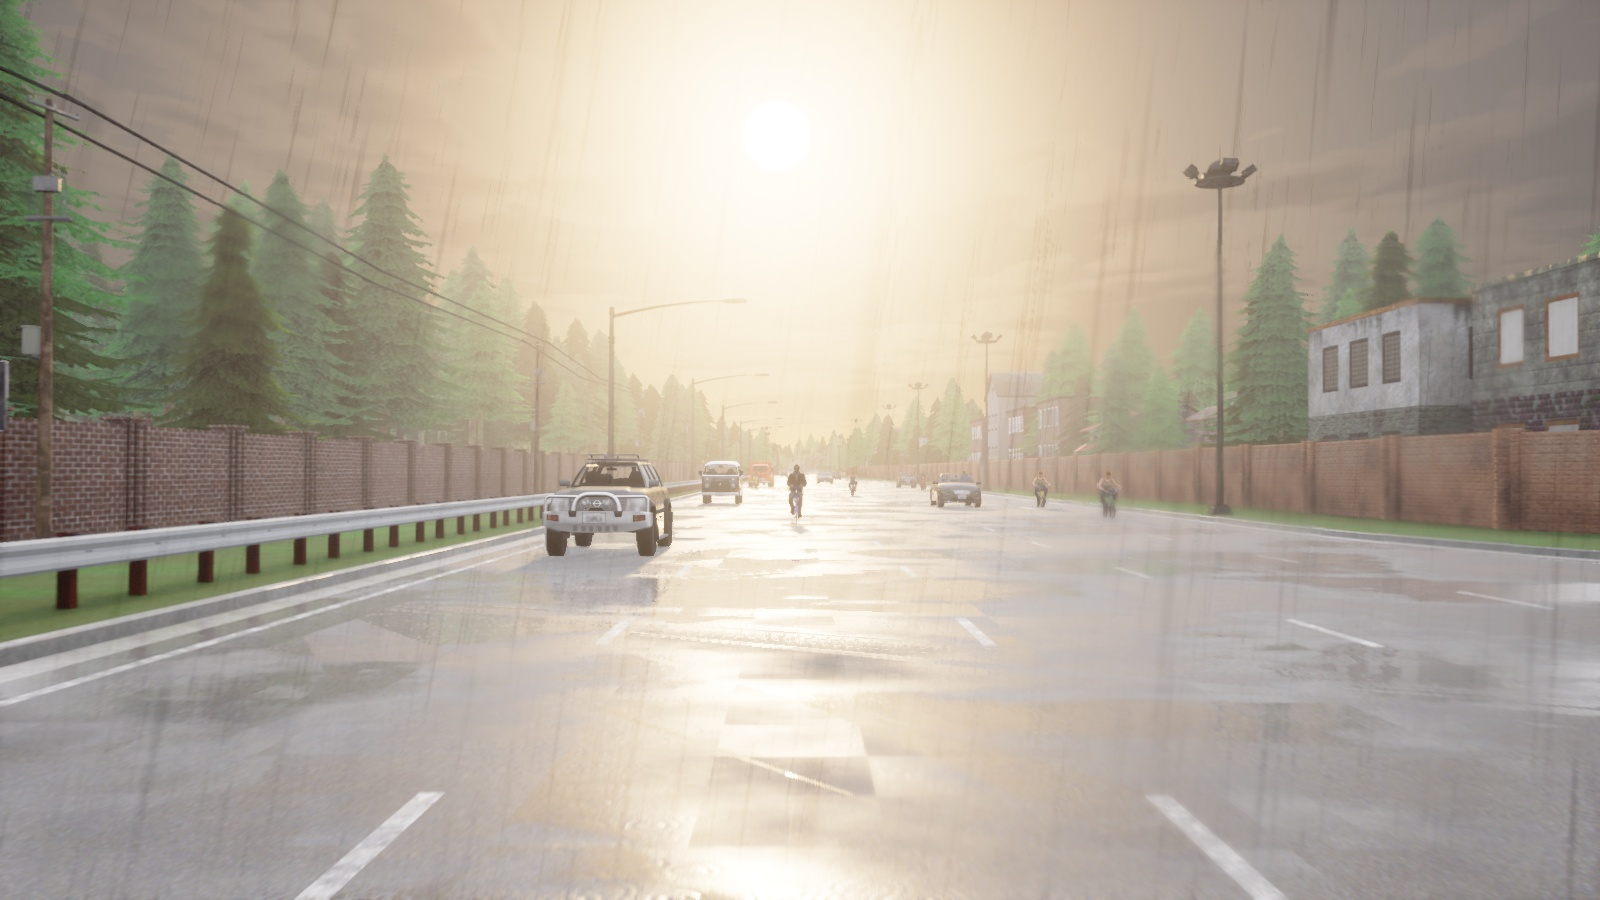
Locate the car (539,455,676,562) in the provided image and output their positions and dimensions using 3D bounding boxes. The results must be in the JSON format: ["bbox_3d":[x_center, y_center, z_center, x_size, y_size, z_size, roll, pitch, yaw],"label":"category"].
[{"bbox_3d":[-3.560,1.048,24.075,1.932,1.855,4.605,0,-1,0],"label":"car"}]

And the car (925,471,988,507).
[{"bbox_3d":[6.863,1.672,55.524,2.128,1.511,4.902,0,-1,0],"label":"car"}]

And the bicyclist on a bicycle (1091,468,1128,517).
[{"bbox_3d":[10.400,1.415,42.186,0.866,1.612,1.509,0,-1,0],"label":"bicyclist on a bicycle"}]

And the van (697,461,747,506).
[{"bbox_3d":[-3.647,1.548,59.526,2.069,2.038,4.480,0,-1,0],"label":"van"}]
